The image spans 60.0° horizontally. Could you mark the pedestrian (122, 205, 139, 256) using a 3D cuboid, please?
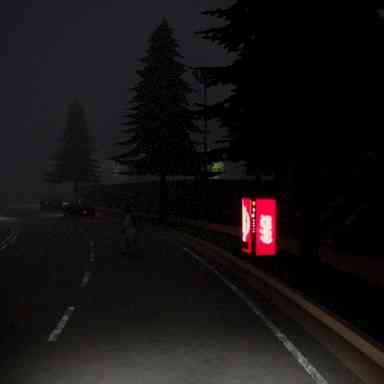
[{"bbox_3d":[-2.103,1.294,11.367,0.375,1.860,0.375,0,0,-15],"label":"pedestrian"}]

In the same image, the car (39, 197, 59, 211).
[{"bbox_3d":[-17.186,1.351,40.512,2.097,1.767,4.553,0,0,-32],"label":"car"}]

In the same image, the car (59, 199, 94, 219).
[{"bbox_3d":[-9.915,1.477,28.886,1.882,1.535,5.008,0,0,-31],"label":"car"}]

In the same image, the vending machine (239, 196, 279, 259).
[{"bbox_3d":[2.341,1.195,11.640,1.100,2.100,0.880,0,0,-14],"label":"vending machine"}]
